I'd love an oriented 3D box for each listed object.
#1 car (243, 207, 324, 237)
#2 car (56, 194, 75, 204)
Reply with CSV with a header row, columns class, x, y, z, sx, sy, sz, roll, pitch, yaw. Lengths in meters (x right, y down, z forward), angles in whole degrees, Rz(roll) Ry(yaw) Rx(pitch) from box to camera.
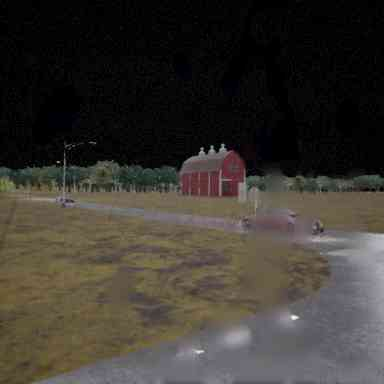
class,x,y,z,sx,sy,sz,roll,pitch,yaw
car,4.632,1.485,17.324,1.994,1.385,4.181,2,-1,-36
car,-19.262,1.010,50.548,1.994,1.385,4.181,3,-1,-36
